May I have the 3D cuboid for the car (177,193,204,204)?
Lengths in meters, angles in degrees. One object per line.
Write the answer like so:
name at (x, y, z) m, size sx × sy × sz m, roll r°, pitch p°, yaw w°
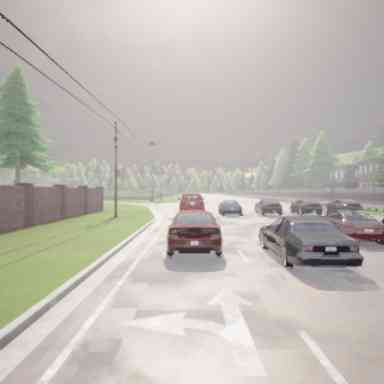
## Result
car at (-0.110, 1.117, 30.145) m, size 2.150 × 2.045 × 5.566 m, roll 0°, pitch 0°, yaw -3°

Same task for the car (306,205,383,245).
car at (7.094, 1.511, 15.326) m, size 1.994 × 1.385 × 4.181 m, roll 0°, pitch 0°, yaw 0°

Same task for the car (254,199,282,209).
car at (7.097, 1.399, 31.158) m, size 1.837 × 1.490 × 4.892 m, roll 0°, pitch 0°, yaw 0°

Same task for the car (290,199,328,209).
car at (10.597, 1.400, 31.141) m, size 1.837 × 1.490 × 4.892 m, roll 0°, pitch 0°, yaw 0°

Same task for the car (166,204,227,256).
car at (0.089, 1.434, 12.877) m, size 1.882 × 1.535 × 5.008 m, roll 0°, pitch 0°, yaw 0°

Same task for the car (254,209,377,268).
car at (3.586, 1.510, 11.064) m, size 2.033 × 1.411 × 5.357 m, roll 0°, pitch 0°, yaw 0°

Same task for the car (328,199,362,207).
car at (14.097, 1.400, 31.139) m, size 1.837 × 1.490 × 4.892 m, roll 0°, pitch 0°, yaw 0°

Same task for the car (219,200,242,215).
car at (3.598, 1.454, 31.823) m, size 1.994 × 1.385 × 4.181 m, roll 0°, pitch 0°, yaw 0°
